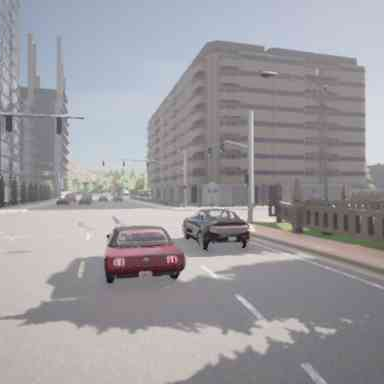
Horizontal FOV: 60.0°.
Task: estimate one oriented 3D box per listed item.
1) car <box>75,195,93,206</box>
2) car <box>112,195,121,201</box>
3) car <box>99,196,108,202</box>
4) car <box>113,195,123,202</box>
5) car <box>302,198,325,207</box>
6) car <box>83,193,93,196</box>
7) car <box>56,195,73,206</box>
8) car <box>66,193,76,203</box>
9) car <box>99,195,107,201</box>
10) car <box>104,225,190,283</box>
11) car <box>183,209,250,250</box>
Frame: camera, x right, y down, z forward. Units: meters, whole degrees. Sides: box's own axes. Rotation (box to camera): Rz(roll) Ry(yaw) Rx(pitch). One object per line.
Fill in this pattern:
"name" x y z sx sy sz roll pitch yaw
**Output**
"car" -18.810 1.661 58.237 1.895 1.301 4.718 0 0 -15
"car" -20.520 1.603 90.114 2.033 1.411 5.357 0 0 -16
"car" -21.145 1.617 79.469 1.994 1.385 4.181 0 0 -16
"car" -17.788 1.650 80.462 1.895 1.301 4.718 0 0 -16
"car" 15.181 1.517 42.402 4.892 1.490 1.837 0 0 -16
"car" -23.059 1.299 73.377 2.150 2.045 5.566 0 0 -16
"car" -22.175 1.671 57.276 1.895 1.301 4.718 0 0 -15
"car" -26.425 1.309 72.419 2.150 2.045 5.566 0 0 -16
"car" -23.887 1.625 89.160 1.994 1.385 4.181 0 0 -16
"car" -1.564 1.606 9.787 1.895 1.301 4.718 0 0 -13
"car" 0.879 1.490 14.399 2.128 1.511 4.902 0 0 -14
